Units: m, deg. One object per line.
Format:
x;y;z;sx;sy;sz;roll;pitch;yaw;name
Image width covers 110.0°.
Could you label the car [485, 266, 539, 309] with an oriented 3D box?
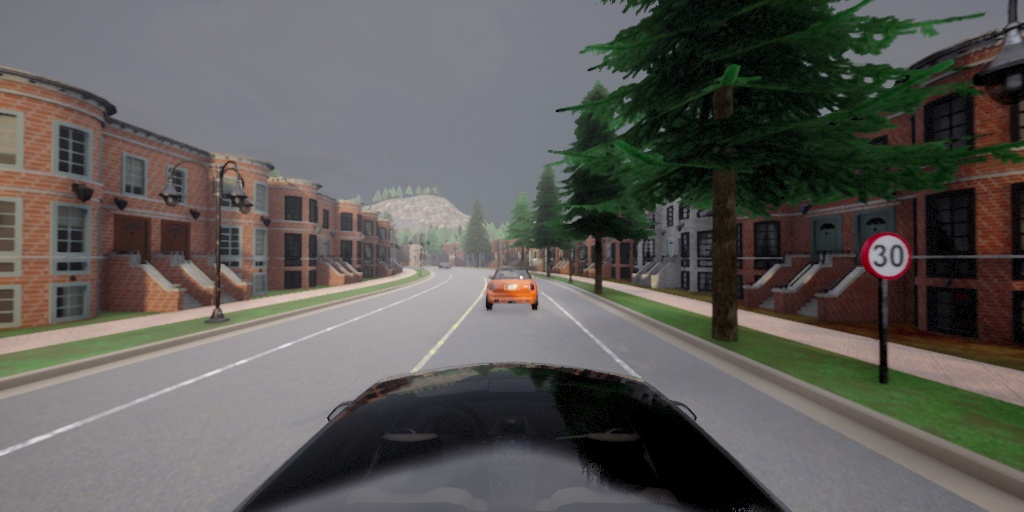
-0.002;1.255;15.910;2.097;1.767;4.553;0;-1;0;car
